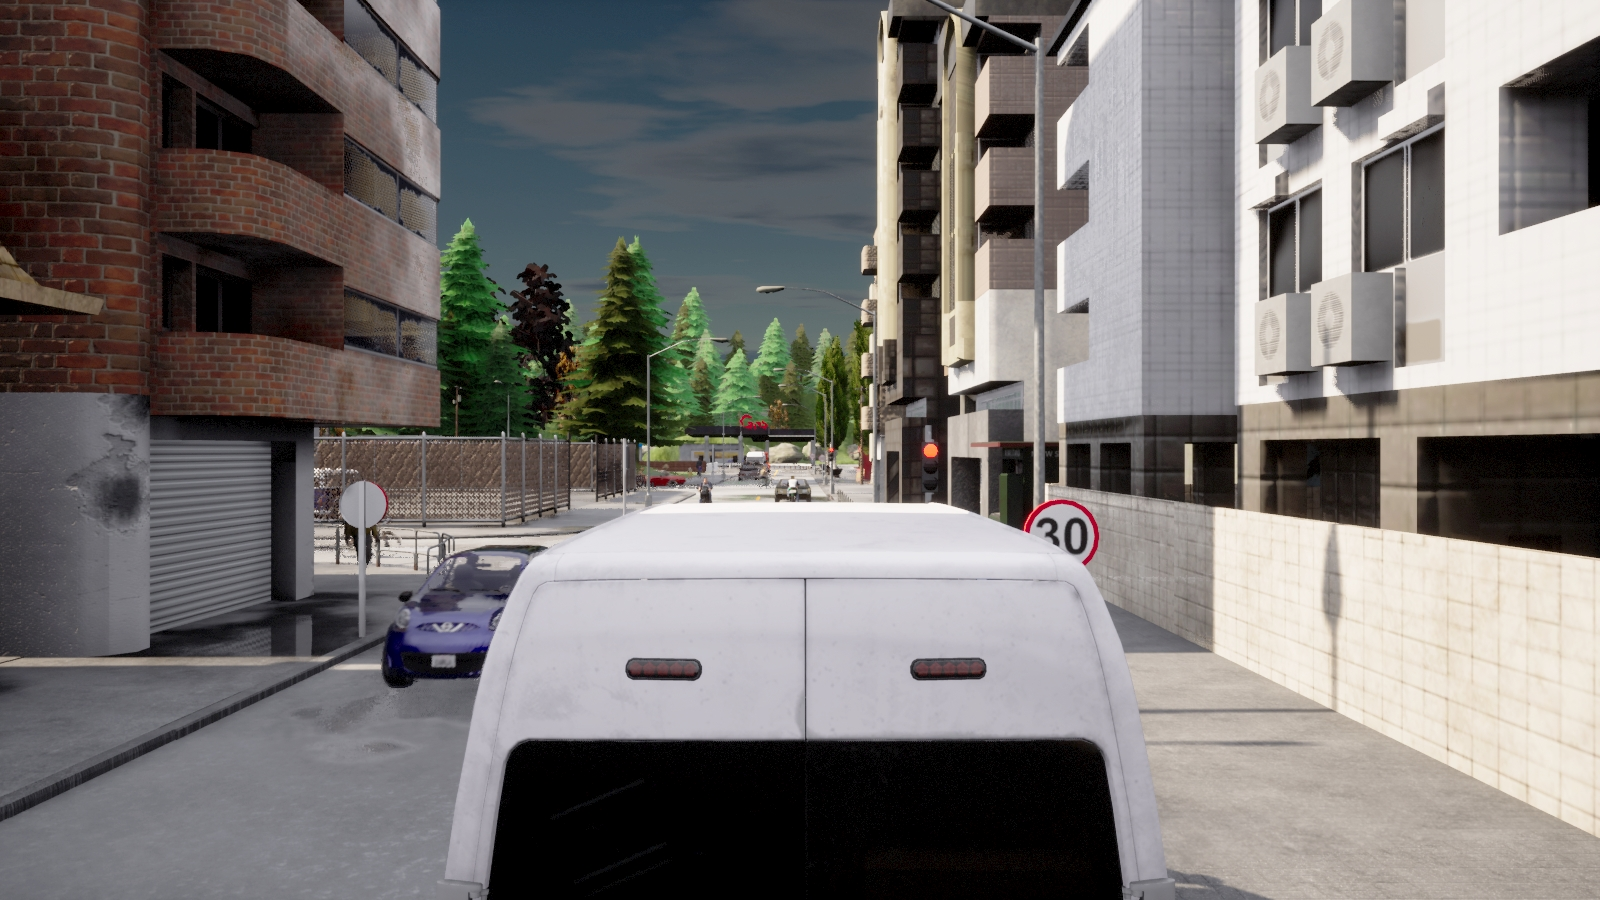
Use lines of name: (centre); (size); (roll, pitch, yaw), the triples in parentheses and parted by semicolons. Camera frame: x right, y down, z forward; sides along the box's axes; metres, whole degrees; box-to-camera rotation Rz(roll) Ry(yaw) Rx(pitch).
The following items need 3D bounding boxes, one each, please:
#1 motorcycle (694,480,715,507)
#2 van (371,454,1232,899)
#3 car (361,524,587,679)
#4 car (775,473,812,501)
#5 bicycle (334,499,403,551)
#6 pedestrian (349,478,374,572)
motorcycle: (-4.334, 1.973, 52.180); (0.803, 1.145, 2.033); (0, 0, 0)
van: (-0.009, 1.312, 5.597); (1.988, 2.561, 5.915); (0, 0, 0)
car: (-3.982, 1.812, 14.577); (1.845, 1.501, 3.633); (0, 0, 0)
car: (-0.339, 1.912, 60.159); (1.895, 1.301, 4.718); (0, 0, 0)
bicycle: (-11.121, 1.924, 29.444); (1.643, 1.296, 0.373); (0, 0, 1)
pedestrian: (-8.858, 1.507, 23.064); (0.375, 1.860, 0.375); (0, 0, -39)
